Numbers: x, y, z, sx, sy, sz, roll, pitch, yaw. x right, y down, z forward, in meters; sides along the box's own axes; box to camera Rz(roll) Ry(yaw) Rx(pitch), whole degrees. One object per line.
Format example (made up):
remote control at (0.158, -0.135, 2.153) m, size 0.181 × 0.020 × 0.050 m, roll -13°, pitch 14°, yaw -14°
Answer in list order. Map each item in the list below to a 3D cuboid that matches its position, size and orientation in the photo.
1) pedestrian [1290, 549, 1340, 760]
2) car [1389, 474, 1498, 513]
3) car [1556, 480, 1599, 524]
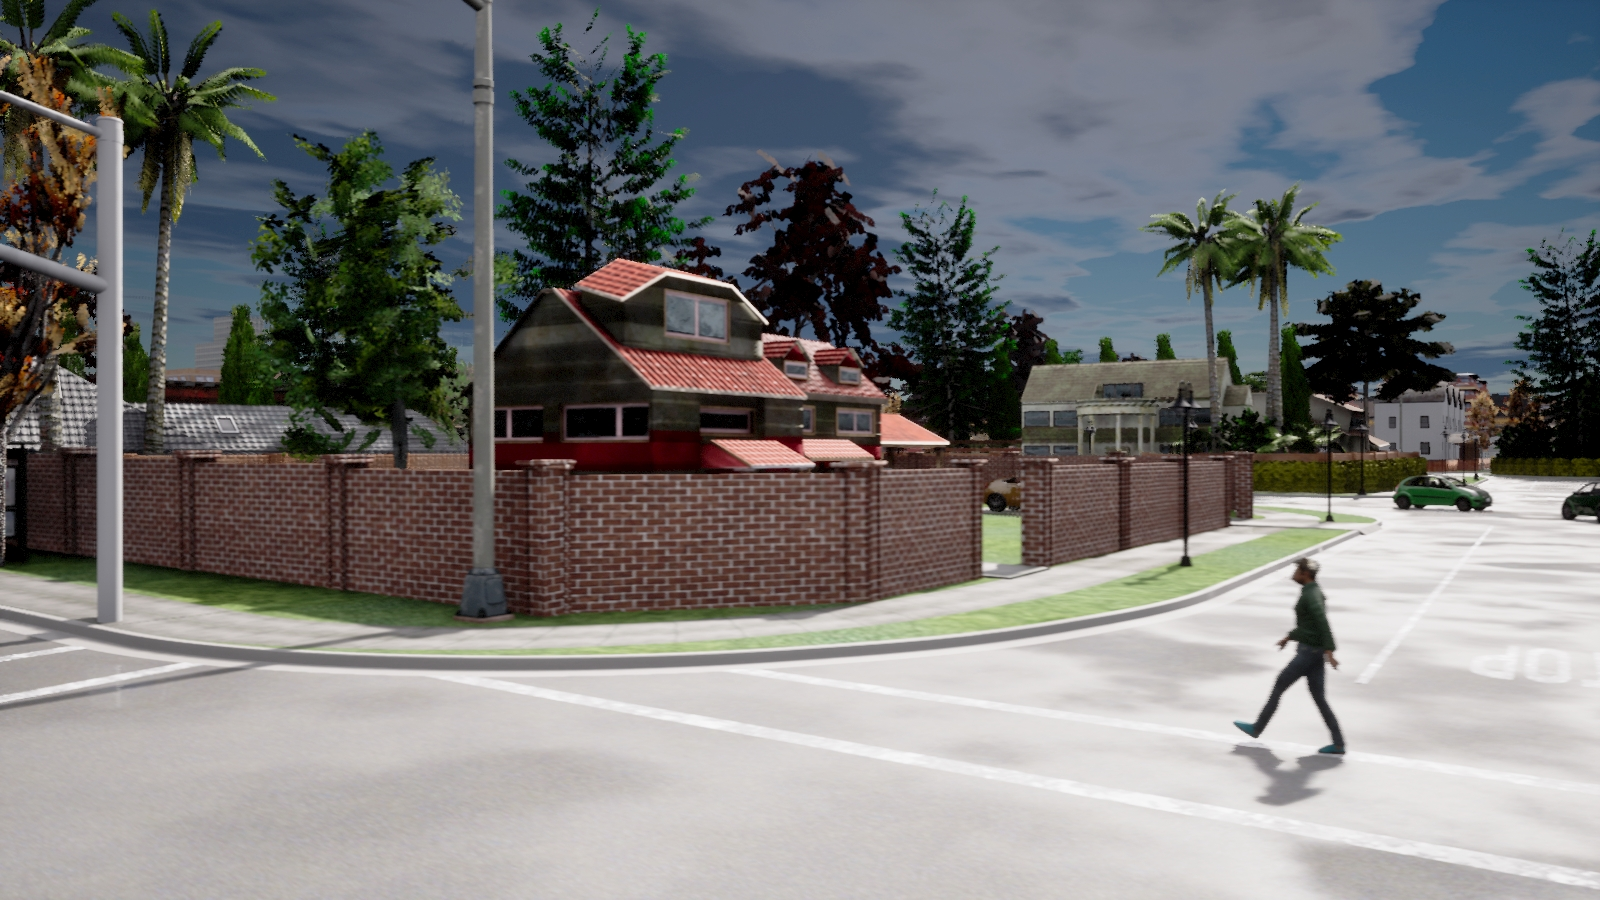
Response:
pedestrian at (4.762, 1.863, 10.560) m, size 0.375 × 1.860 × 0.375 m, roll 0°, pitch 0°, yaw 31°
car at (29.961, 1.992, 53.285) m, size 1.851 × 1.617 × 3.988 m, roll 0°, pitch 0°, yaw -35°
car at (32.104, 2.046, 45.568) m, size 1.851 × 1.617 × 3.988 m, roll 0°, pitch 0°, yaw 10°
